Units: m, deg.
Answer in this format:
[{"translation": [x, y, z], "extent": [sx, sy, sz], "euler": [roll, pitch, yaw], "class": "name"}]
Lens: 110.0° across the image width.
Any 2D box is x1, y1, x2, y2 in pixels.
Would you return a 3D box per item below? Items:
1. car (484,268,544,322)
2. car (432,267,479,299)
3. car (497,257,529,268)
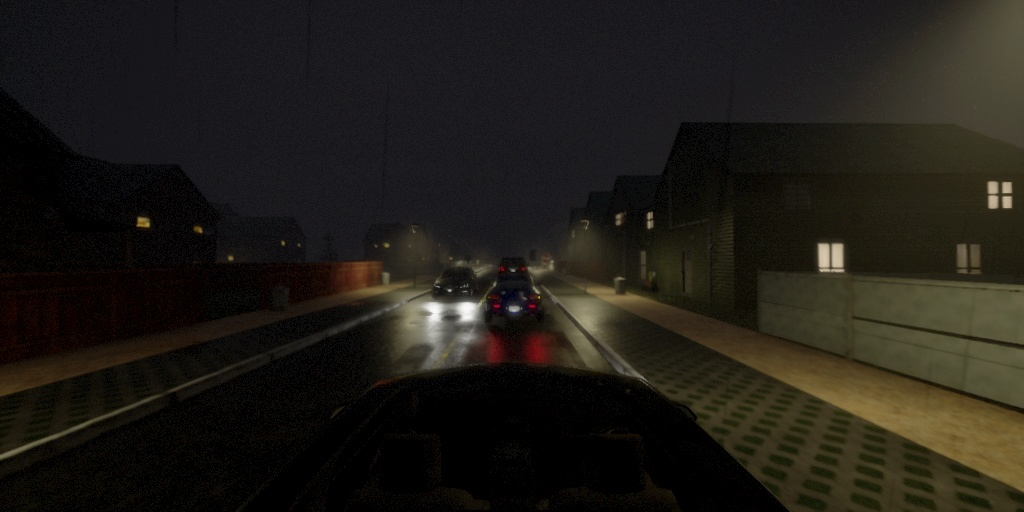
[{"translation": [0.074, 1.325, 12.413], "extent": [1.812, 1.442, 4.674], "euler": [0, 0, 0], "class": "car"}, {"translation": [-2.815, 1.333, 18.664], "extent": [1.837, 1.490, 4.892], "euler": [0, 0, 0], "class": "car"}, {"translation": [0.094, 1.086, 26.450], "extent": [2.150, 2.045, 5.566], "euler": [0, 0, 0], "class": "car"}]
